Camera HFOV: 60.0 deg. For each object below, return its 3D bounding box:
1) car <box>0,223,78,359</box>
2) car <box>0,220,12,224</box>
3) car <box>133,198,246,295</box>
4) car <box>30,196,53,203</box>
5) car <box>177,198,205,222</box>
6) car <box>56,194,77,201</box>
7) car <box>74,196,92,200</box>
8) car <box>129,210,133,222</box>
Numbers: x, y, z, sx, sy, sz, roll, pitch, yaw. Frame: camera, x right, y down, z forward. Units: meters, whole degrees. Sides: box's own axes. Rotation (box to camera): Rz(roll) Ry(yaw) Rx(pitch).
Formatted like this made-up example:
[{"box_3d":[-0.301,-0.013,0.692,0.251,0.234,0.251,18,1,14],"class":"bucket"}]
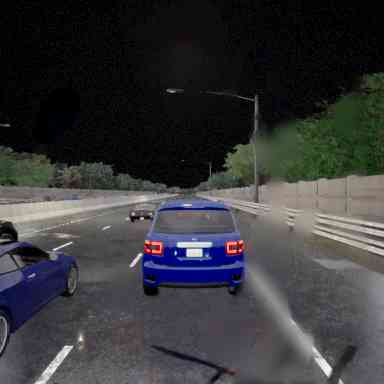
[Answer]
[{"box_3d":[-3.460,1.528,5.638,1.812,1.442,4.674,0,0,-1],"class":"car"},{"box_3d":[-6.978,1.226,8.962,2.150,2.045,5.566,0,0,-1],"class":"car"},{"box_3d":[0.022,1.225,8.873,2.150,2.045,5.566,0,0,-1],"class":"car"},{"box_3d":[-25.036,1.456,55.367,2.097,1.767,4.553,0,0,0],"class":"car"},{"box_3d":[-0.139,1.379,27.490,2.097,1.767,4.553,0,0,-1],"class":"car"},{"box_3d":[-21.531,1.337,57.624,2.150,2.045,5.566,0,-1,0],"class":"car"},{"box_3d":[-18.034,1.675,57.050,1.994,1.385,4.181,0,0,0],"class":"car"},{"box_3d":[-3.632,1.625,26.187,1.895,1.301,4.718,0,0,-1],"class":"car"}]
